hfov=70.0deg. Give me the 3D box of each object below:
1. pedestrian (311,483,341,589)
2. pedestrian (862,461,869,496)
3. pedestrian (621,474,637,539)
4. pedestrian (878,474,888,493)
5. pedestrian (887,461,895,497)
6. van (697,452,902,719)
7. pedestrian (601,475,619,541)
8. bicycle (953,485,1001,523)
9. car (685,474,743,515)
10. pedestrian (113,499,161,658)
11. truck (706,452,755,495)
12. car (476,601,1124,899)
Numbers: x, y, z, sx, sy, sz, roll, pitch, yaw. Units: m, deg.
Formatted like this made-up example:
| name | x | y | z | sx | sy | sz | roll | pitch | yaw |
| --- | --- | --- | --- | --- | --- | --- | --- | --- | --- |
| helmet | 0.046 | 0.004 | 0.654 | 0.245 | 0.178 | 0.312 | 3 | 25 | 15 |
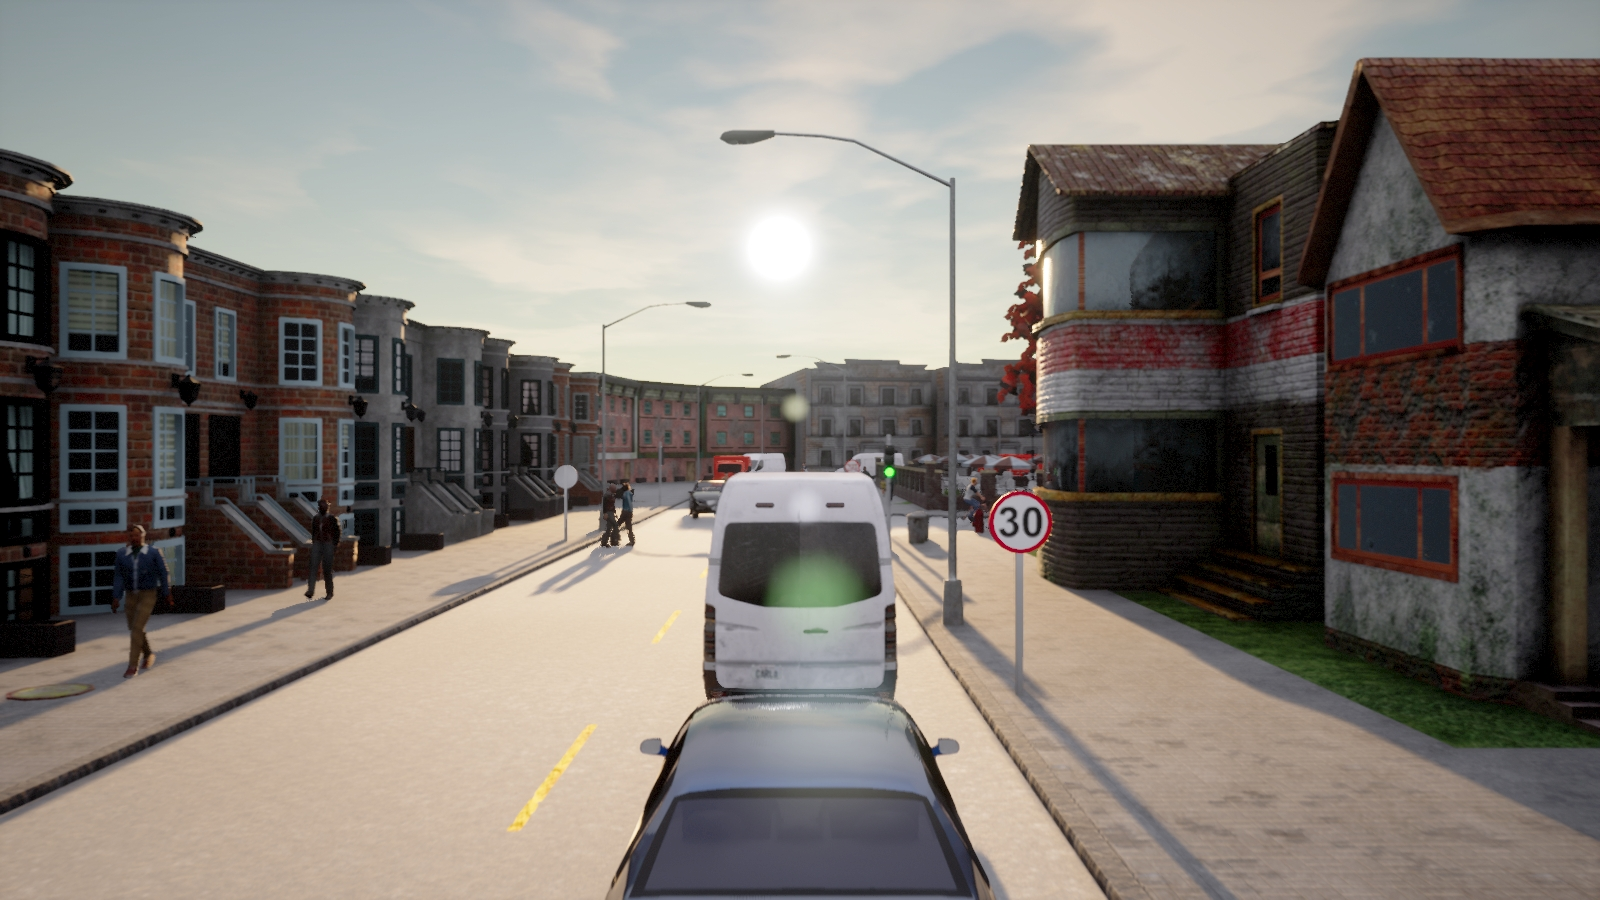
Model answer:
| name | x | y | z | sx | sy | sz | roll | pitch | yaw |
| --- | --- | --- | --- | --- | --- | --- | --- | --- | --- |
| pedestrian | -8.422 | 1.524 | 20.311 | 0.375 | 1.860 | 0.375 | 0 | 0 | 0 |
| pedestrian | 3.480 | 1.516 | 60.995 | 0.375 | 1.860 | 0.375 | 0 | 0 | 4 |
| pedestrian | -4.931 | 1.629 | 32.913 | 0.375 | 1.860 | 0.375 | 0 | 0 | 8 |
| pedestrian | 4.742 | 1.906 | 65.273 | 0.500 | 1.100 | 0.500 | 0 | 0 | 0 |
| pedestrian | 4.740 | 1.516 | 59.707 | 0.375 | 1.860 | 0.375 | 0 | 0 | 0 |
| van | -0.009 | 1.315 | 14.007 | 1.988 | 2.561 | 5.915 | 0 | 0 | 0 |
| pedestrian | -5.368 | 1.629 | 32.245 | 0.375 | 1.860 | 0.375 | 0 | 0 | 12 |
| bicycle | 6.357 | 1.936 | 41.037 | 1.643 | 1.296 | 0.373 | 1 | 0 | 2 |
| car | -3.680 | 1.828 | 48.020 | 2.128 | 1.511 | 4.902 | 0 | 0 | -8 |
| pedestrian | -7.923 | 1.525 | 13.668 | 0.375 | 1.860 | 0.375 | 0 | 0 | -7 |
| truck | -4.056 | 1.348 | 67.864 | 2.627 | 2.467 | 5.204 | 0 | 0 | 0 |
| car | -0.004 | 1.886 | 6.265 | 2.033 | 1.411 | 5.357 | 0 | 0 | 0 |
